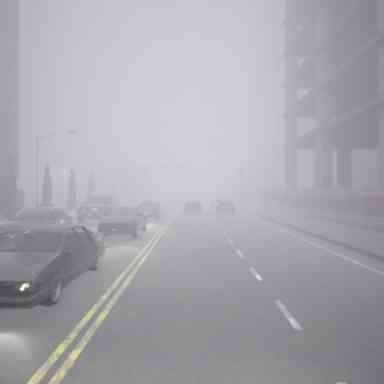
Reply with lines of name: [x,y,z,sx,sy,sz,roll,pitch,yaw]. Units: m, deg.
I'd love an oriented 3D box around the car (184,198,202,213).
car: [0.113,1.498,37.224,1.882,1.535,5.008,0,0,0]

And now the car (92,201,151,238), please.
car: [-3.593,1.487,17.936,1.882,1.535,5.008,0,0,0]

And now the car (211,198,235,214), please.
car: [3.512,1.511,35.828,2.128,1.511,4.902,0,0,0]

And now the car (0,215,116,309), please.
car: [-3.598,1.551,8.289,2.033,1.411,5.357,0,0,0]

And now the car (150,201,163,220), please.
car: [-3.574,1.507,28.299,2.128,1.511,4.902,0,0,0]

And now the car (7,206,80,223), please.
car: [-7.093,1.512,15.526,1.837,1.490,4.892,0,0,0]

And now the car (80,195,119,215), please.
car: [-7.080,1.235,25.890,2.150,2.045,5.566,0,0,0]

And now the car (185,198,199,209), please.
car: [0.004,1.591,47.150,1.994,1.385,4.181,0,0,0]
